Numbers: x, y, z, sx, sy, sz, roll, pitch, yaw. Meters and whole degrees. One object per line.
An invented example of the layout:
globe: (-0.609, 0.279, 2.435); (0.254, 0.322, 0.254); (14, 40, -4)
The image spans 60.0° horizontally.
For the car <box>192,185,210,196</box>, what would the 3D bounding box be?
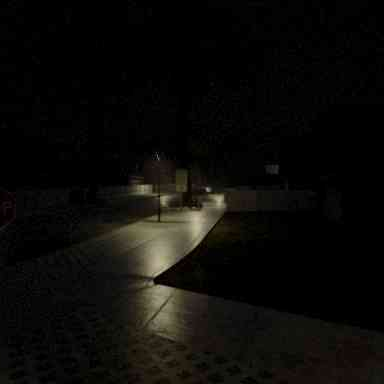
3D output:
car: (0.982, -0.191, 48.761); (1.882, 1.535, 5.008); (1, 2, 10)

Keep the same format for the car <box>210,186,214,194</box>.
car: (2.757, -0.457, 58.527); (1.812, 1.442, 4.674); (1, 2, 10)
